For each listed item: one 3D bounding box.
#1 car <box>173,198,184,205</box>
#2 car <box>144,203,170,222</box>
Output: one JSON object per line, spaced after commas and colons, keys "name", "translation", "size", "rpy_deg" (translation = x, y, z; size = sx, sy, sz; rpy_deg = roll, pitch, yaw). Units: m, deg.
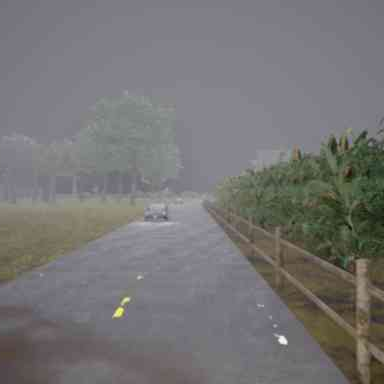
{"name": "car", "translation": [-2.741, 1.913, 68.941], "size": [1.812, 1.442, 4.674], "rpy_deg": [0, 0, 0]}
{"name": "car", "translation": [-2.839, 1.654, 28.034], "size": [1.812, 1.442, 4.674], "rpy_deg": [0, 0, 0]}
